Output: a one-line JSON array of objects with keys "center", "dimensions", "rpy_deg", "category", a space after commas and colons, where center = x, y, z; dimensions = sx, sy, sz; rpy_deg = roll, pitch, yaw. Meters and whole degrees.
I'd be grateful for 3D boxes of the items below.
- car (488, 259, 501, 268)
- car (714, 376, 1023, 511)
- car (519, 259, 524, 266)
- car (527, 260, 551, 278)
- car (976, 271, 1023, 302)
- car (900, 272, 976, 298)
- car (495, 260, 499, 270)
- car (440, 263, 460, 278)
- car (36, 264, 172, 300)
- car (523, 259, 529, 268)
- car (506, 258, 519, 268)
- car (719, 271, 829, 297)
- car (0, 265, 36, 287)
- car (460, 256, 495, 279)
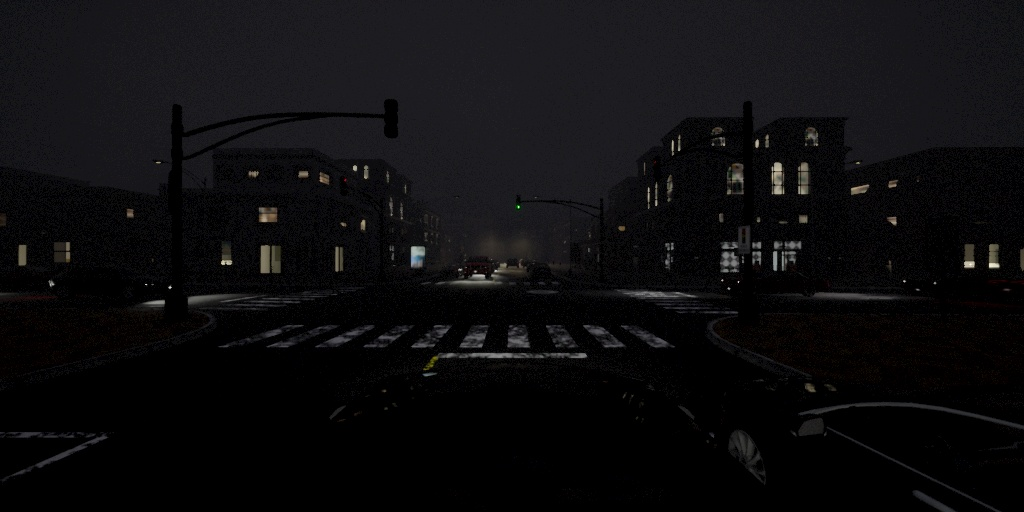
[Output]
[{"center": [-3.036, 1.320, 63.077], "dimensions": [2.033, 1.411, 5.357], "rpy_deg": [0, 0, 1], "category": "car"}, {"center": [2.691, 1.300, 1.565], "dimensions": [2.007, 1.370, 4.403], "rpy_deg": [0, 0, 0], "category": "car"}, {"center": [2.704, 1.322, 61.565], "dimensions": [2.007, 1.370, 4.403], "rpy_deg": [0, 0, 0], "category": "car"}, {"center": [2.698, 1.325, 33.955], "dimensions": [1.948, 1.339, 4.313], "rpy_deg": [0, 0, 0], "category": "car"}, {"center": [24.315, 1.346, 15.794], "dimensions": [5.008, 1.535, 1.882], "rpy_deg": [0, 0, 1], "category": "car"}, {"center": [23.754, 1.485, 19.001], "dimensions": [4.718, 1.301, 1.895], "rpy_deg": [0, 0, 1], "category": "car"}, {"center": [-3.085, 1.255, 43.434], "dimensions": [2.128, 1.511, 4.902], "rpy_deg": [0, 0, 1], "category": "car"}, {"center": [-5.682, 1.342, 33.970], "dimensions": [1.802, 1.307, 4.207], "rpy_deg": [0, 0, 0], "category": "car"}, {"center": [-18.074, 1.177, 16.451], "dimensions": [4.892, 1.490, 1.837], "rpy_deg": [0, 0, 1], "category": "car"}, {"center": [2.701, 1.346, 44.998], "dimensions": [1.802, 1.307, 4.207], "rpy_deg": [0, 0, 0], "category": "car"}, {"center": [0.117, 1.123, 62.397], "dimensions": [2.097, 1.767, 4.553], "rpy_deg": [0, 0, 0], "category": "car"}, {"center": [13.805, 1.436, 19.150], "dimensions": [4.718, 1.301, 1.895], "rpy_deg": [0, 0, 1], "category": "car"}, {"center": [-30.816, 1.232, 22.441], "dimensions": [4.207, 1.307, 1.802], "rpy_deg": [0, 0, 1], "category": "car"}, {"center": [-3.105, 0.981, 33.507], "dimensions": [2.150, 2.045, 5.566], "rpy_deg": [0, 0, 1], "category": "car"}]
